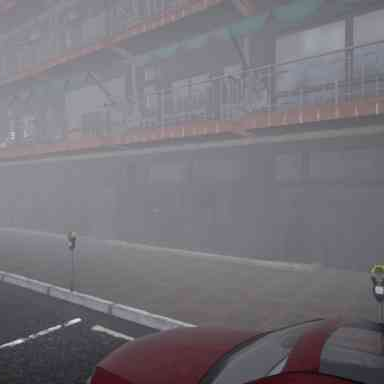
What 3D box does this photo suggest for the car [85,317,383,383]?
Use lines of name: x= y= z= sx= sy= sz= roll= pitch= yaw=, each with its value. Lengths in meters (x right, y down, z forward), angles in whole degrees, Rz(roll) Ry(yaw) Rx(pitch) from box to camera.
car: x=0.999 y=1.582 z=2.162 sx=4.206 sy=1.307 sz=1.802 roll=0 pitch=0 yaw=35
